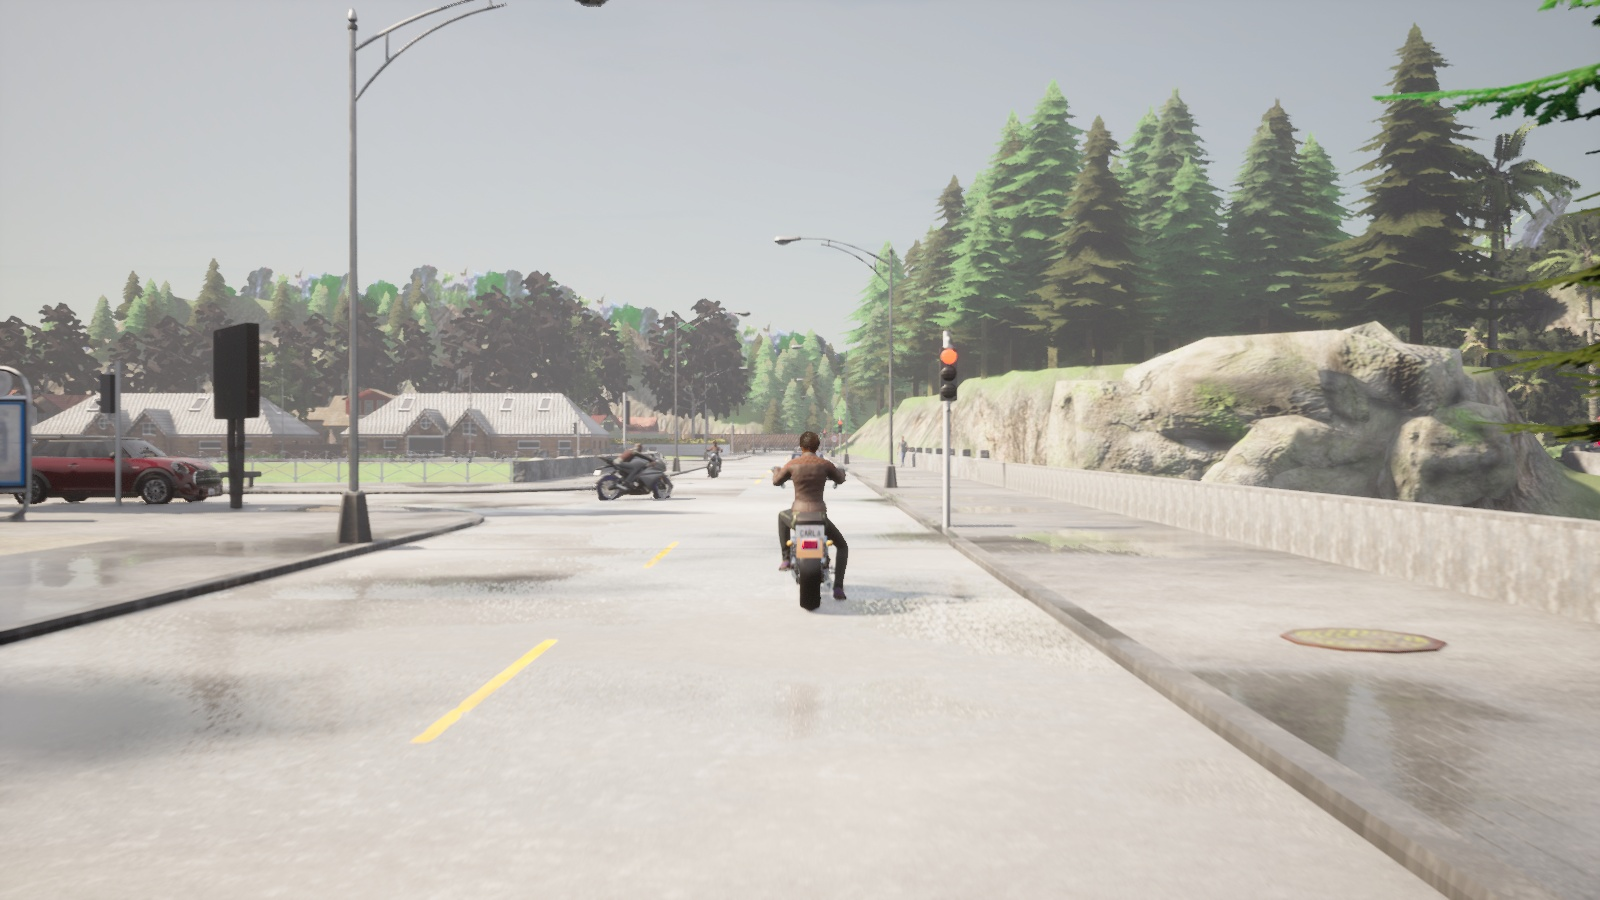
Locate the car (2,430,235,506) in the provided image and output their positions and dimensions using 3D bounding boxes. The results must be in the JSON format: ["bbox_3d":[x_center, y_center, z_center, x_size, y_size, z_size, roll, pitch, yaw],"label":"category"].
[{"bbox_3d":[-16.505,0.419,30.585,4.553,1.767,2.097,0,0,0],"label":"car"}]

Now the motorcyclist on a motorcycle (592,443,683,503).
[{"bbox_3d":[-4.231,0.593,32.814,2.191,1.530,0.866,0,-1,-33],"label":"motorcyclist on a motorcycle"}]

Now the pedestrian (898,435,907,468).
[{"bbox_3d":[5.741,0.066,70.144,0.354,1.836,0.706,0,0,-7],"label":"pedestrian"}]

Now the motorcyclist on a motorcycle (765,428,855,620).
[{"bbox_3d":[0.088,0.630,11.937,0.766,1.649,2.350,0,0,0],"label":"motorcyclist on a motorcycle"}]

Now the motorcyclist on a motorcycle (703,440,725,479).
[{"bbox_3d":[-3.673,0.390,53.850,0.766,1.649,2.350,0,0,0],"label":"motorcyclist on a motorcycle"}]
